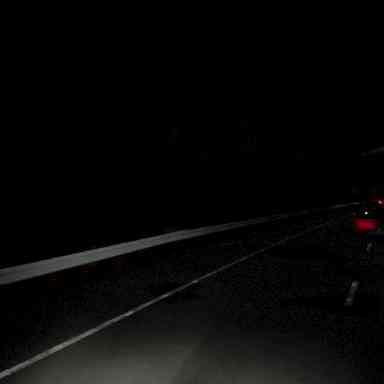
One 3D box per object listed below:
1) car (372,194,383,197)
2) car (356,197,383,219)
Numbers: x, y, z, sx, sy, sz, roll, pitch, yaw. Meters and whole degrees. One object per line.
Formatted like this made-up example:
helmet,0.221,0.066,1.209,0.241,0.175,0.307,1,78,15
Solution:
car,21.936,1.221,38.270,2.150,2.045,5.566,0,0,35
car,15.913,1.505,29.703,1.837,1.490,4.892,0,0,35
